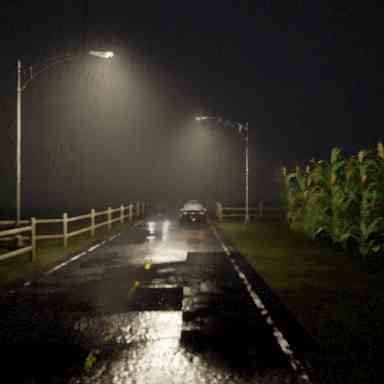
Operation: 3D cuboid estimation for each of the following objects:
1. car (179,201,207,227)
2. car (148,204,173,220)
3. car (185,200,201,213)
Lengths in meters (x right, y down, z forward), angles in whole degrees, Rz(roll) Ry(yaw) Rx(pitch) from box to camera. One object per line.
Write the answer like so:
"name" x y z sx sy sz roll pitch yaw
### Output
"car" 0.106 1.658 24.506 2.128 1.511 4.902 0 0 0
"car" -2.740 1.776 29.999 1.994 1.385 4.181 0 0 0
"car" 0.116 1.807 41.169 1.812 1.442 4.674 0 -1 0
